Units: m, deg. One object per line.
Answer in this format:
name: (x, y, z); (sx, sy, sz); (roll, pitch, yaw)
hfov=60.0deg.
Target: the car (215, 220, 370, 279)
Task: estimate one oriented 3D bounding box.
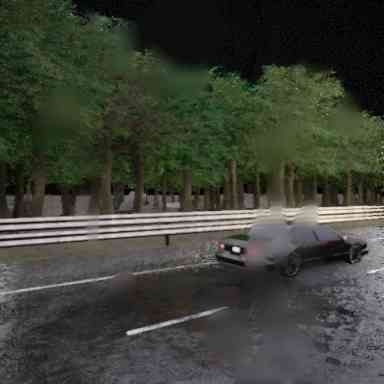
car: (3.242, 1.582, 10.210); (5.357, 1.411, 2.033); (0, 0, -34)
